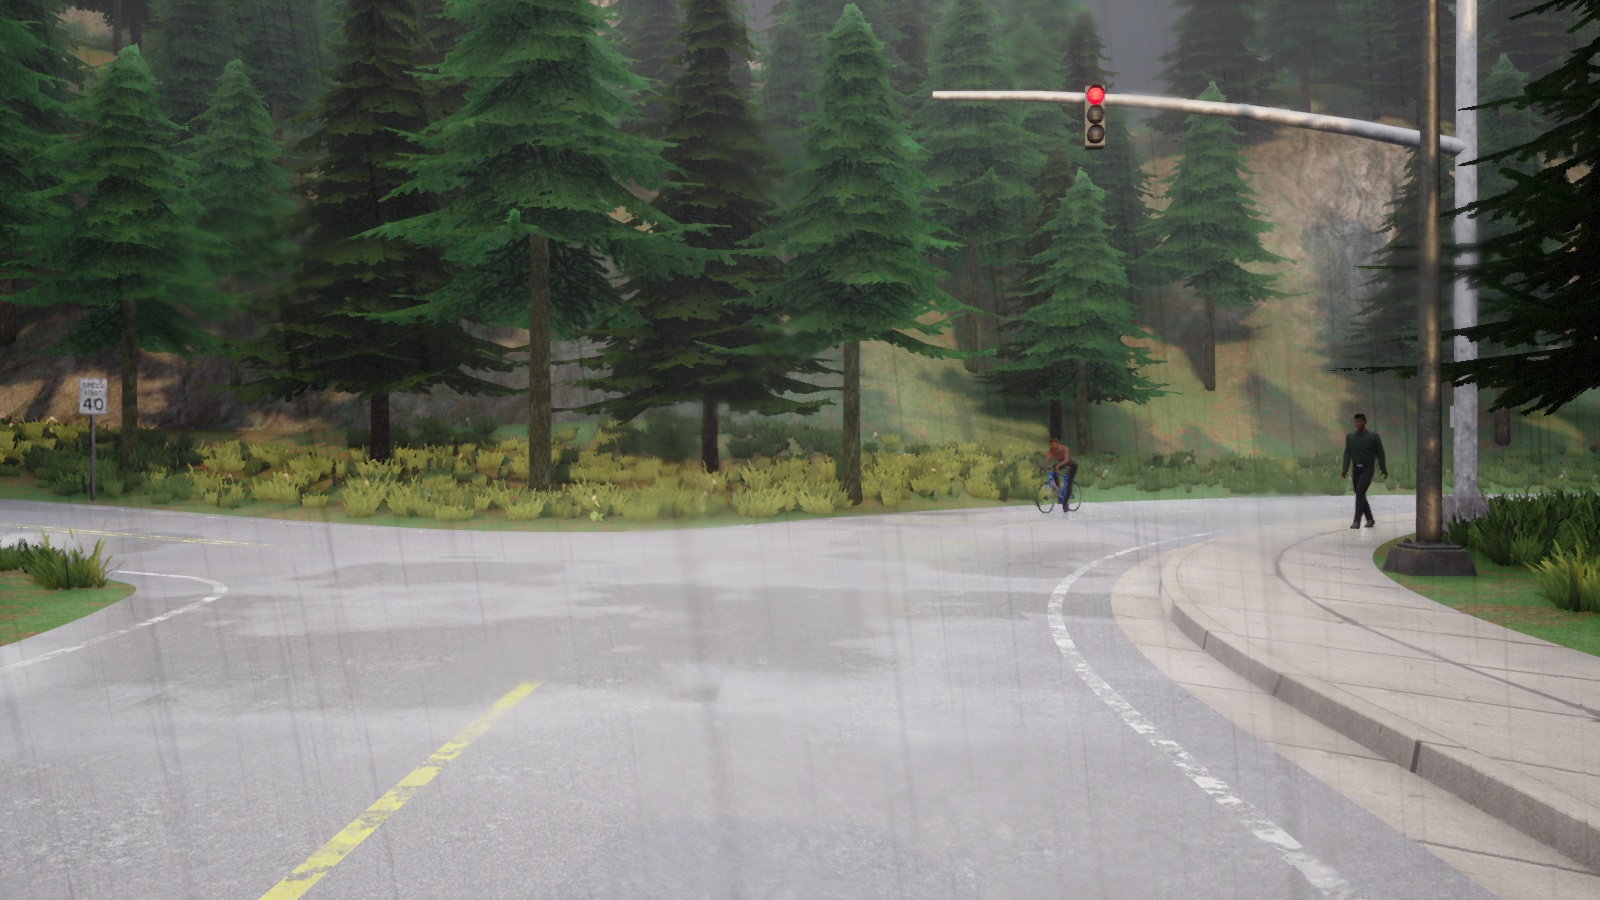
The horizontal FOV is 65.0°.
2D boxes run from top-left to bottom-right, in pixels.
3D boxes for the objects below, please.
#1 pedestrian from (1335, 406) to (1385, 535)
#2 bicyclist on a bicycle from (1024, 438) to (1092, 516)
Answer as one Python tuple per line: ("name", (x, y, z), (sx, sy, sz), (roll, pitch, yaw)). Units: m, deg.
("pedestrian", (8.668, 0.306, 19.430), (0.788, 1.949, 0.423), (0, 0, -42))
("bicyclist on a bicycle", (5.513, 0.553, 26.771), (1.656, 1.620, 0.582), (-1, 1, -43))
